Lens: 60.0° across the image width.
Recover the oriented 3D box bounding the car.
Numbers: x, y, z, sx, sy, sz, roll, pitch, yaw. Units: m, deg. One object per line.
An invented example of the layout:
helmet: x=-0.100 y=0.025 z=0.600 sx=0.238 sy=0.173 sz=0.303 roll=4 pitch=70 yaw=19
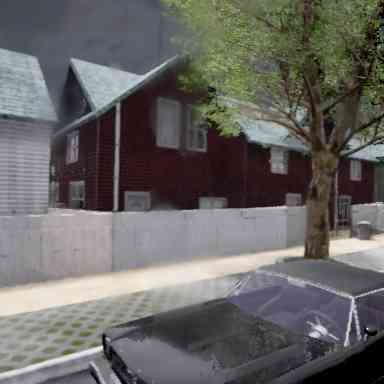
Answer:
car: x=1.328 y=1.619 z=3.969 sx=4.718 sy=1.301 sz=1.895 roll=0 pitch=0 yaw=-35
